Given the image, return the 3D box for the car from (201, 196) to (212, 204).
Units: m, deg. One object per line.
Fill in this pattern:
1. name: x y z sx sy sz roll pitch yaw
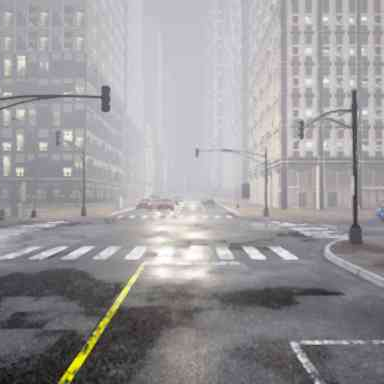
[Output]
1. car: 2.703 1.439 63.149 1.752 1.417 4.829 1 0 0

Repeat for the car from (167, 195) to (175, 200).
1. car: -5.679 1.421 90.787 1.887 1.381 4.507 1 0 0

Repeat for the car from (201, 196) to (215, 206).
1. car: 2.701 1.511 51.823 1.802 1.307 4.206 1 0 0

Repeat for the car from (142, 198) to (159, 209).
1. car: -5.678 1.518 46.186 1.802 1.307 4.206 1 0 0

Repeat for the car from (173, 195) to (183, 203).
1. car: -3.002 1.368 70.016 1.882 1.535 5.008 0 0 0

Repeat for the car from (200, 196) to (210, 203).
1. car: 2.702 1.472 68.556 1.947 1.339 4.313 1 0 0

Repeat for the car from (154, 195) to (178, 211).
1. car: -3.089 1.422 39.820 1.882 1.535 5.008 0 0 0

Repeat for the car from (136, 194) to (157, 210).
1. car: -5.675 1.384 40.611 1.967 1.590 4.097 1 0 0

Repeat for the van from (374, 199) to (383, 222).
1. van: 15.983 1.420 25.120 3.998 1.788 1.690 0 -1 0

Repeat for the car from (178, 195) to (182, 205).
1. car: -3.063 1.413 54.748 2.128 1.511 4.902 0 0 1

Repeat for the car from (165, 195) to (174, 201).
1. car: -5.679 1.434 85.212 2.008 1.369 4.403 1 0 0

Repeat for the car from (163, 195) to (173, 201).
1. car: -5.679 1.435 79.637 1.887 1.381 4.507 1 0 0

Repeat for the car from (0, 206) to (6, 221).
1. car: -16.492 1.462 25.190 4.097 1.590 1.967 0 -1 0
